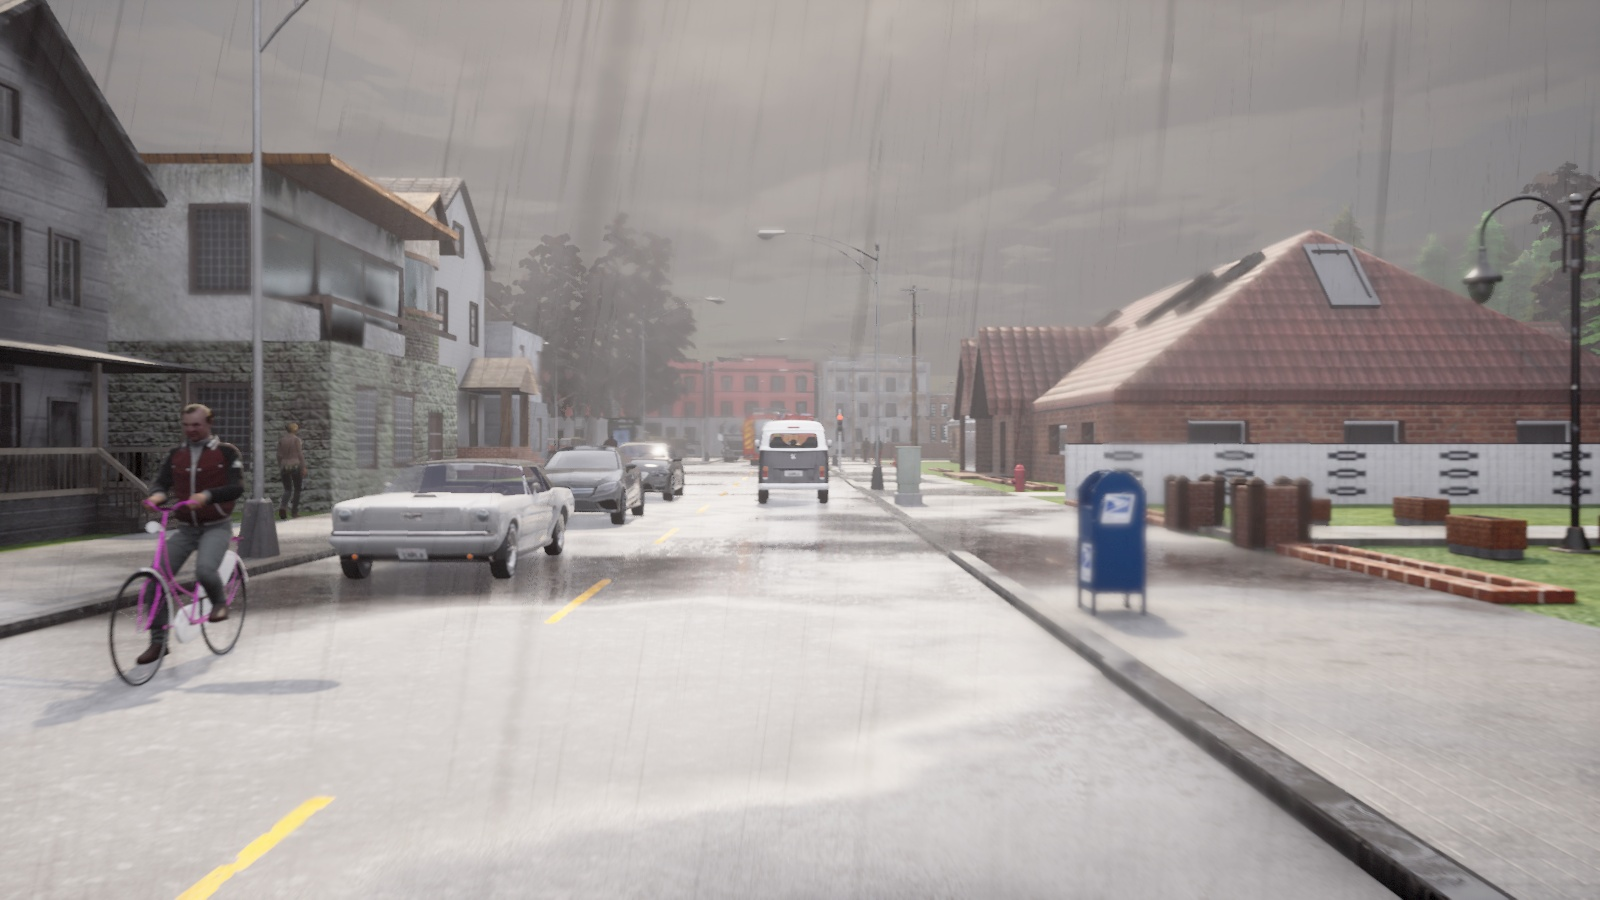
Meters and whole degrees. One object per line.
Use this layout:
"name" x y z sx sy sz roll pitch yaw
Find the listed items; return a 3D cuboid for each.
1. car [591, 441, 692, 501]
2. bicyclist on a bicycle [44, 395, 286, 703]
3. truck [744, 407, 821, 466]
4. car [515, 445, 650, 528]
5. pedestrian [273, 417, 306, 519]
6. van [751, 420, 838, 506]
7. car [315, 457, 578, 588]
"car" -4.153 0.510 33.720 2.128 1.511 4.902 0 0 0
"bicyclist on a bicycle" -4.042 0.568 8.168 0.659 1.776 1.843 0 0 0
"truck" -1.083 -0.904 86.149 2.891 3.827 8.468 0 0 16
"car" -4.110 0.632 24.444 1.812 1.442 4.674 0 0 0
"pedestrian" -9.348 0.320 23.008 0.331 1.846 0.634 0 0 2
"van" -0.144 0.290 31.929 2.069 2.038 4.480 0 0 0
"car" -4.066 0.758 15.307 1.895 1.301 4.718 0 0 0
